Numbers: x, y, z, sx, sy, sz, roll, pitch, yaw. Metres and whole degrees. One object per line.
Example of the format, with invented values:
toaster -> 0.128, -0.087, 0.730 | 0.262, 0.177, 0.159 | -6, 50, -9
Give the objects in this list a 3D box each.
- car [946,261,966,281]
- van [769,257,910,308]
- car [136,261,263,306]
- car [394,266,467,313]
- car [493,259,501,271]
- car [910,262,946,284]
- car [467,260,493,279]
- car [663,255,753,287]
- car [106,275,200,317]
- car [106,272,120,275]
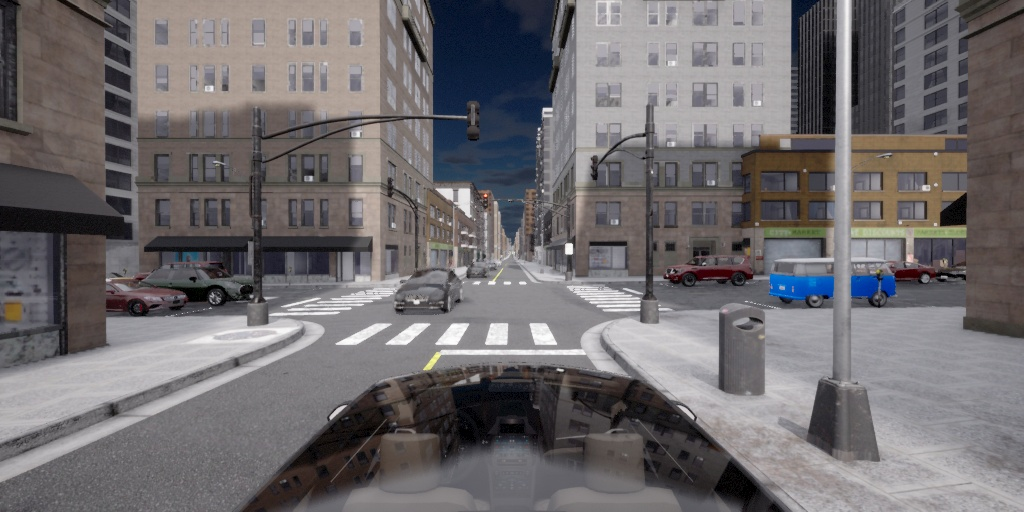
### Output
car -> 28.940, 0.916, 22.201 | 4.313, 1.339, 1.948 | 0, 0, 0
van -> 12.128, 0.957, 13.647 | 3.998, 1.789, 1.690 | 0, 0, 0
car -> -13.998, 1.270, 16.243 | 4.553, 1.767, 2.097 | -1, 0, 0
car -> -3.089, 1.253, 14.042 | 1.837, 1.490, 4.892 | 0, 0, 0
car -> -3.057, 1.262, 48.566 | 2.128, 1.511, 4.902 | 0, 0, 0
car -> 23.330, 0.964, 22.191 | 4.507, 1.381, 1.888 | 0, 0, 0
car -> -3.076, 1.260, 33.024 | 1.837, 1.490, 4.892 | 0, 0, 0
car -> 12.112, 0.872, 22.172 | 5.009, 1.841, 2.192 | 0, 0, 0
car -> -14.809, 1.528, 13.601 | 4.207, 1.307, 1.802 | 0, 0, 0
car -> -26.003, 1.552, 22.107 | 4.829, 1.417, 1.751 | 0, 0, 0
